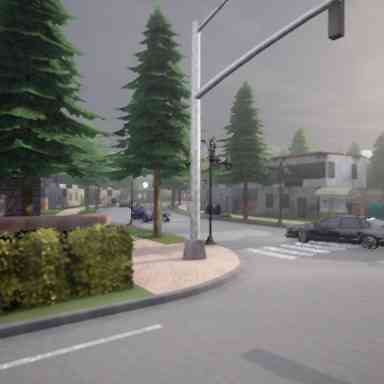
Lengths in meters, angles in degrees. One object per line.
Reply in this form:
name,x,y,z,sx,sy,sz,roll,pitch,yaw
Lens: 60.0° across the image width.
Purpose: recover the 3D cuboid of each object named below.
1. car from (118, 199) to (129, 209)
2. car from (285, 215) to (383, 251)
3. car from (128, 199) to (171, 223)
car,-10.471,1.861,53.009,2.033,1.411,5.357,0,0,-4
car,7.114,1.778,15.467,2.033,1.411,5.357,0,-1,-44
car,-3.475,1.603,27.962,2.097,1.767,4.553,0,0,-27
